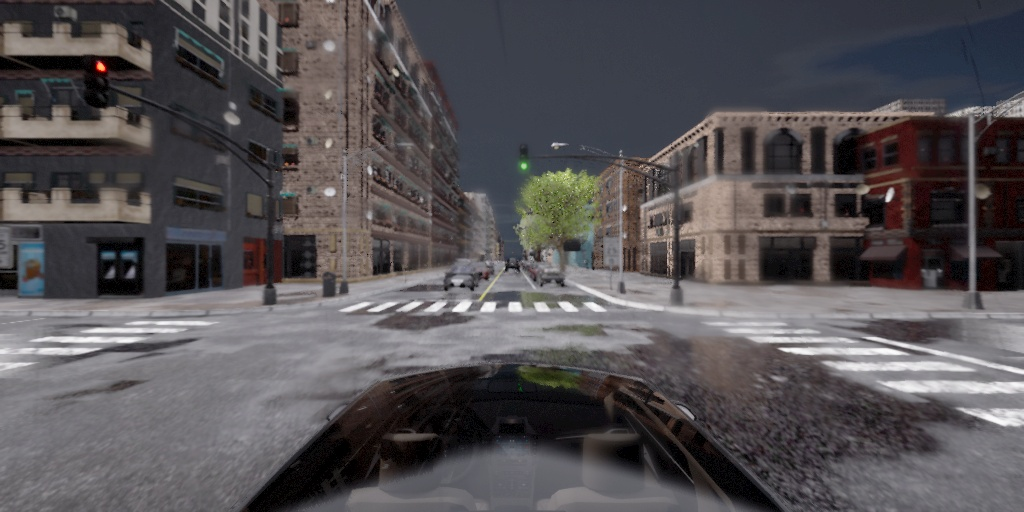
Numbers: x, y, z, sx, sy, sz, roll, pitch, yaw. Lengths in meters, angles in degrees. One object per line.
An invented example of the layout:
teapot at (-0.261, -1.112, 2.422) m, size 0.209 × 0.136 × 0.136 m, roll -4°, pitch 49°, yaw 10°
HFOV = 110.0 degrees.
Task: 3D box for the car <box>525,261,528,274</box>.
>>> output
car at (2.682, 1.370, 36.851) m, size 1.967 × 1.591 × 4.097 m, roll 0°, pitch 0°, yaw 0°

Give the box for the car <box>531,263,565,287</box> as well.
car at (2.685, 1.419, 25.458) m, size 2.007 × 1.370 × 4.403 m, roll 0°, pitch 0°, yaw 0°

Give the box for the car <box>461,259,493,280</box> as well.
car at (-3.106, 1.260, 32.705) m, size 2.097 × 1.767 × 4.553 m, roll 0°, pitch 0°, yaw 0°

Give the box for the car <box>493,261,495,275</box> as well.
car at (-3.095, 1.527, 42.714) m, size 1.994 × 1.385 × 4.181 m, roll 0°, pitch 0°, yaw 0°

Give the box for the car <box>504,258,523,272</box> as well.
car at (0.080, 1.242, 52.381) m, size 2.150 × 2.045 × 5.566 m, roll 0°, pitch 0°, yaw 0°

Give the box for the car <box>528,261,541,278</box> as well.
car at (2.684, 1.339, 31.155) m, size 1.967 × 1.591 × 4.097 m, roll 0°, pitch 0°, yaw 0°

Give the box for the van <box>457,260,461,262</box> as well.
van at (-5.700, 1.303, 42.548) m, size 1.690 × 1.789 × 3.998 m, roll 0°, pitch 0°, yaw 0°

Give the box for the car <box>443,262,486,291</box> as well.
car at (-3.107, 1.345, 22.811) m, size 2.128 × 1.511 × 4.902 m, roll 0°, pitch 0°, yaw 0°
